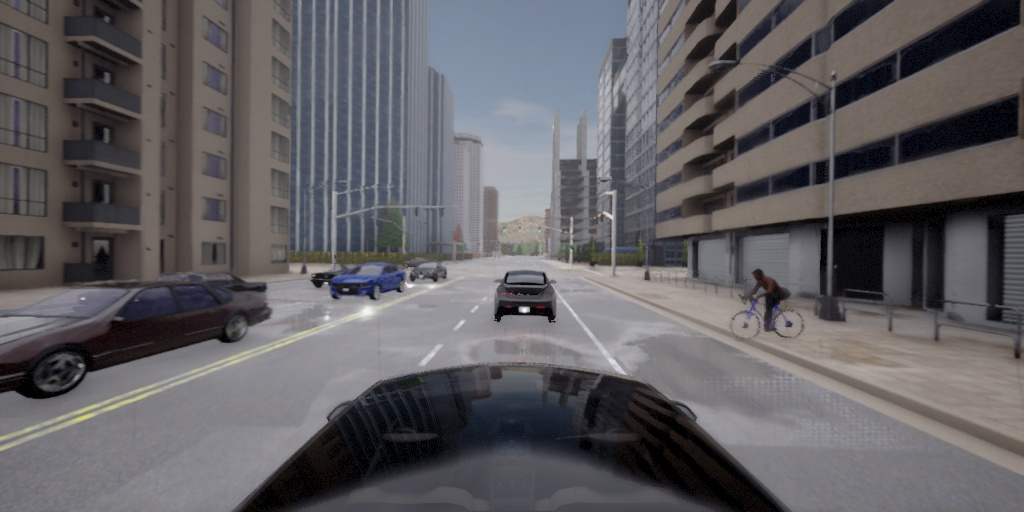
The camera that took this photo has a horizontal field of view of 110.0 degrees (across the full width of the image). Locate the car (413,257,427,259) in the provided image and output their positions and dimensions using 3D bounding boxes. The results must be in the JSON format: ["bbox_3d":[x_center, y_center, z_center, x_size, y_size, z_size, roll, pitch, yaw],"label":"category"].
[{"bbox_3d":[-11.569,0.899,44.910,4.902,1.511,2.128,1,0,29],"label":"car"}]

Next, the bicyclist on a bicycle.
[{"bbox_3d":[5.768,1.108,8.133,1.656,1.620,0.582,-2,0,2],"label":"bicyclist on a bicycle"}]

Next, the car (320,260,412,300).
[{"bbox_3d":[-6.535,1.077,16.797,1.882,1.535,5.008,1,0,2],"label":"car"}]

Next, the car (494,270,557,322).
[{"bbox_3d":[0.451,1.211,12.195,1.837,1.490,4.892,1,0,2],"label":"car"}]

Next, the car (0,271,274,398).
[{"bbox_3d":[-6.959,1.189,6.571,2.033,1.411,5.357,1,0,2],"label":"car"}]

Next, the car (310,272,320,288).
[{"bbox_3d":[-9.835,1.139,21.365,1.895,1.301,4.718,1,0,3],"label":"car"}]

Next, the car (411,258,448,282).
[{"bbox_3d":[-6.066,1.113,26.616,1.812,1.442,4.674,1,0,2],"label":"car"}]

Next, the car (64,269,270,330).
[{"bbox_3d":[-10.267,1.180,11.365,1.895,1.301,4.718,1,0,2],"label":"car"}]
